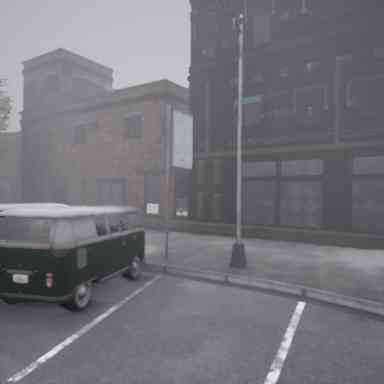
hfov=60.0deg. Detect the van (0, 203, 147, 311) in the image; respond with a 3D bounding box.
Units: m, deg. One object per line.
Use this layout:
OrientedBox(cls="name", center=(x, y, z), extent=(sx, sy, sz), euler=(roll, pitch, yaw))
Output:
OrientedBox(cls="van", center=(-2.547, 1.323, 8.021), extent=(1.878, 1.987, 4.442), euler=(0, -1, 13))
